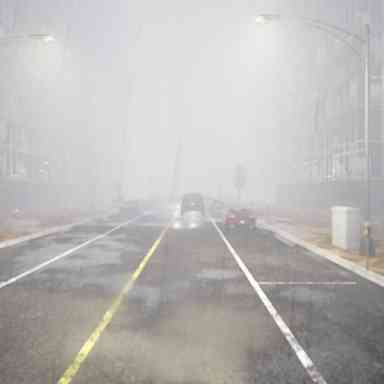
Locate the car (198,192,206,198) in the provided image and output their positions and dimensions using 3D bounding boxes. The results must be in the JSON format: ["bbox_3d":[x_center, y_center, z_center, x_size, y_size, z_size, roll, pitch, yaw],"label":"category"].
[{"bbox_3d":[2.726,0.796,94.034,2.192,1.841,5.009,0,0,0],"label":"car"}]

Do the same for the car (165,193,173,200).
[{"bbox_3d":[-5.660,1.081,82.494,1.752,1.417,4.829,0,0,0],"label":"car"}]

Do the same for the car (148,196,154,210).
[{"bbox_3d":[-5.676,1.402,37.125,1.802,1.307,4.206,0,0,0],"label":"car"}]

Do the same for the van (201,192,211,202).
[{"bbox_3d":[2.716,1.002,65.575,1.690,1.788,3.998,0,0,0],"label":"van"}]

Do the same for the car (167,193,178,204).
[{"bbox_3d":[-3.042,1.223,55.787,1.837,1.490,4.892,0,0,0],"label":"car"}]

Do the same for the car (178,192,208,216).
[{"bbox_3d":[0.089,1.077,31.240,2.150,2.045,5.566,0,1,0],"label":"car"}]

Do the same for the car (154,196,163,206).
[{"bbox_3d":[-5.671,1.303,48.509,1.887,1.381,4.507,0,0,0],"label":"car"}]

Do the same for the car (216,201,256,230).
[{"bbox_3d":[2.699,1.453,20.037,1.887,1.381,4.507,0,0,0],"label":"car"}]

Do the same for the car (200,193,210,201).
[{"bbox_3d":[2.717,1.066,71.266,1.967,1.590,4.097,0,0,0],"label":"car"}]

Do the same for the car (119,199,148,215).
[{"bbox_3d":[-5.677,1.395,31.431,1.887,1.381,4.507,0,0,0],"label":"car"}]

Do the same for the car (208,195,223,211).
[{"bbox_3d":[2.705,1.386,37.114,1.947,1.339,4.313,0,0,0],"label":"car"}]

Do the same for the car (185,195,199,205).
[{"bbox_3d":[0.023,1.225,52.906,2.128,1.511,4.902,0,0,0],"label":"car"}]

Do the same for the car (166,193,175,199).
[{"bbox_3d":[-5.658,1.069,88.358,2.008,1.369,4.403,0,0,0],"label":"car"}]

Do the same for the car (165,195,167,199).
[{"bbox_3d":[-5.670,1.293,54.202,1.947,1.339,4.313,0,0,0],"label":"car"}]
